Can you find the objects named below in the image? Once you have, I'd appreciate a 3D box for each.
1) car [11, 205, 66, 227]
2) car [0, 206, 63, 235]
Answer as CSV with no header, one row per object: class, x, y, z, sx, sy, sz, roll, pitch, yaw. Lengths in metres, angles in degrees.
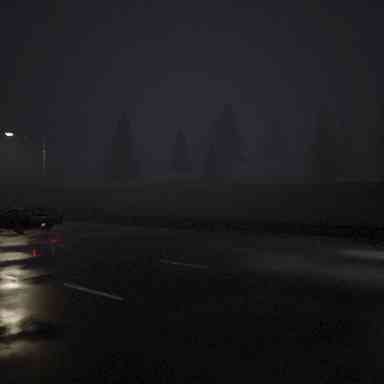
car,-11.674,1.731,25.226,4.181,1.385,1.994,0,0,36
car,-10.242,1.629,19.905,4.902,1.511,2.128,0,0,36
